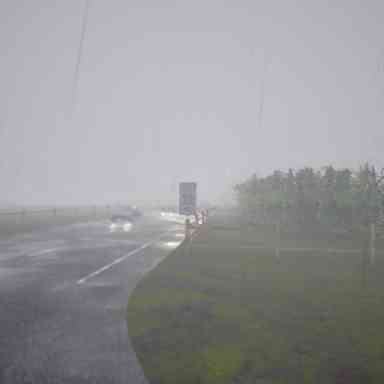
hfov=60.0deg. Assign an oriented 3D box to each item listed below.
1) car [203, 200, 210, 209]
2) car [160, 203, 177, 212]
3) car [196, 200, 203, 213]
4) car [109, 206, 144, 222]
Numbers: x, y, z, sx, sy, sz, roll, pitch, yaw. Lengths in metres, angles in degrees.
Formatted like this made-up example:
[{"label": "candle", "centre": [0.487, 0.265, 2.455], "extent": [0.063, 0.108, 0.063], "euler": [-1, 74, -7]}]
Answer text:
[{"label": "car", "centre": [2.338, 2.404, 64.720], "extent": [2.097, 1.767, 4.553], "euler": [1, -1, 5]}, {"label": "car", "centre": [-3.431, 2.346, 50.140], "extent": [1.994, 1.385, 4.181], "euler": [1, -1, 8]}, {"label": "car", "centre": [0.114, 2.297, 49.352], "extent": [1.837, 1.490, 4.892], "euler": [1, -1, 7]}, {"label": "car", "centre": [-5.884, 1.973, 30.759], "extent": [2.033, 1.411, 5.357], "euler": [1, -1, 6]}]
